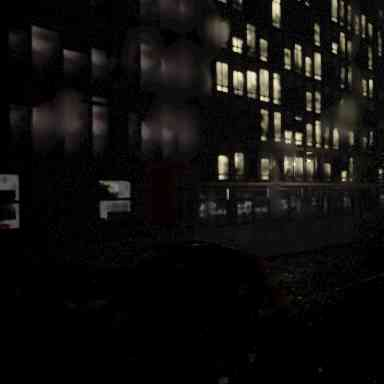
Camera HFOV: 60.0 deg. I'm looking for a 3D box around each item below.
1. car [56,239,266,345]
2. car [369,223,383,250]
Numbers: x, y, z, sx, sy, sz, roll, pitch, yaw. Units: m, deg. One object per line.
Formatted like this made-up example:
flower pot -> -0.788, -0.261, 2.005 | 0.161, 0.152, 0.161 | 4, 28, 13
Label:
car -> -0.349, 1.614, 6.390 | 4.206, 1.307, 1.802 | 0, -1, -37
car -> 8.704, 1.559, 13.265 | 4.403, 1.369, 2.008 | 0, -1, -37
